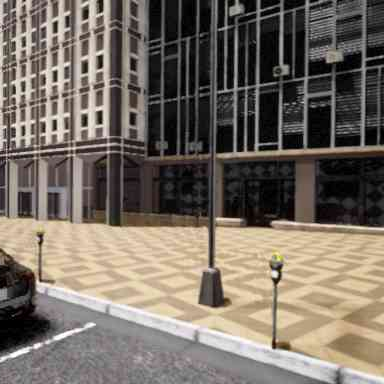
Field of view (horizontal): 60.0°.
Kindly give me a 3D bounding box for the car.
[{"bbox_3d":[-4.578,1.580,6.111,4.313,1.339,1.947,0,1,35],"label":"car"}]
